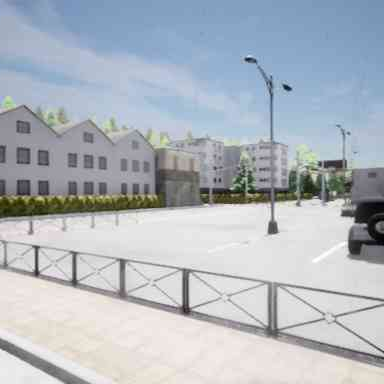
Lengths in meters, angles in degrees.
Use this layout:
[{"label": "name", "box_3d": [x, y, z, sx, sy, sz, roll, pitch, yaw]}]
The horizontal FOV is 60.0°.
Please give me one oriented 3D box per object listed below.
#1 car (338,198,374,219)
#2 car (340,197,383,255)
[{"label": "car", "box_3d": [13.832, 1.343, 27.947, 2.007, 1.523, 4.514, -1, 0, 35]}, {"label": "car", "box_3d": [6.519, 1.087, 11.228, 1.905, 1.878, 3.866, -1, 0, 35]}]
